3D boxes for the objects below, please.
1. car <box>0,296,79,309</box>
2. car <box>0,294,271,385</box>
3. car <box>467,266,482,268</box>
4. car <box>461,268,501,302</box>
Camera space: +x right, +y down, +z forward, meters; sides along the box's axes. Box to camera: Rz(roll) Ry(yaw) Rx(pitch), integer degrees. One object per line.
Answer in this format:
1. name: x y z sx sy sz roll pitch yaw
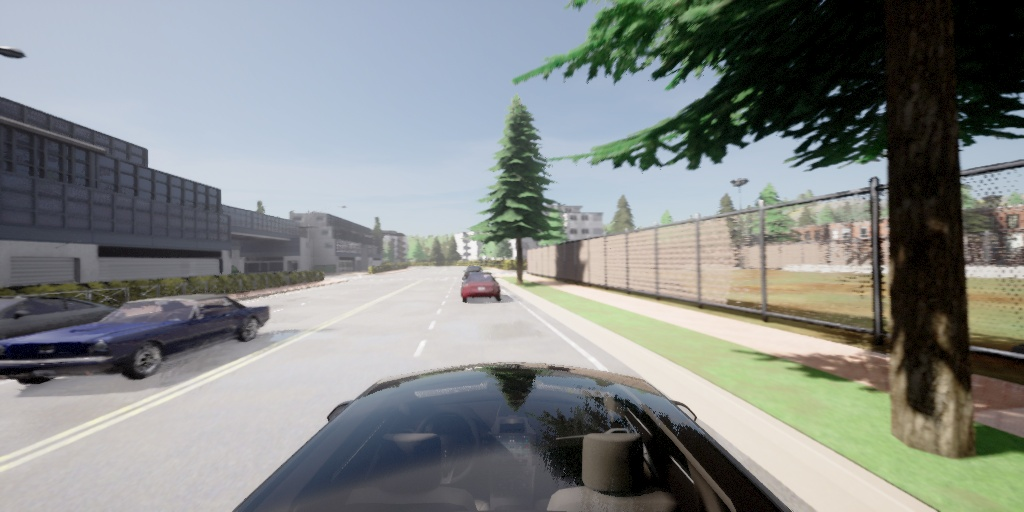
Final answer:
1. car: -11.038 1.595 7.742 1.994 1.385 4.181 -1 -1 -6
2. car: -7.515 1.566 7.816 1.895 1.301 4.718 -1 -1 -6
3. car: -3.518 1.694 33.500 1.837 1.490 4.892 -1 -1 -7
4. car: -1.683 1.549 19.058 1.994 1.385 4.181 -1 -1 -7
